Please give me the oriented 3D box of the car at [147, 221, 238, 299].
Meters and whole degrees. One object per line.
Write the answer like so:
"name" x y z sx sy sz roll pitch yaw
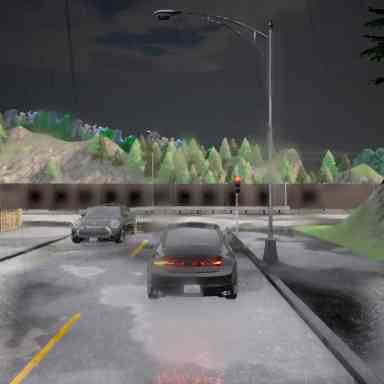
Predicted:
"car" 0.025 1.505 8.429 1.837 1.490 4.892 0 0 1

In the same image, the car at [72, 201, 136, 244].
"car" -4.015 1.352 15.810 2.097 1.767 4.553 0 0 0

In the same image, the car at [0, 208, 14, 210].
"car" -17.150 1.601 27.098 4.718 1.301 1.895 0 0 0
